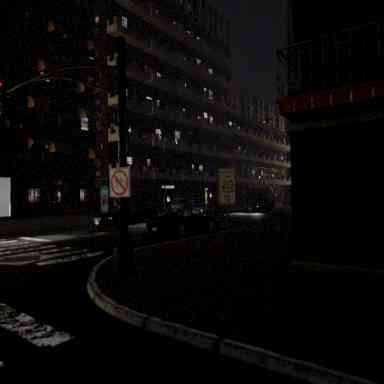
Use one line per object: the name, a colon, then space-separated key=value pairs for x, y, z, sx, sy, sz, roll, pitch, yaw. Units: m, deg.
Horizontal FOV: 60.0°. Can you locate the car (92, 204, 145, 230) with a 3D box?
car: x=-4.044 y=1.500 z=21.018 sx=2.128 sy=1.511 sz=4.902 roll=-2 pitch=-1 yaw=35

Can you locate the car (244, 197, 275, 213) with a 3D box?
car: x=7.478 y=1.491 z=37.000 sx=1.812 sy=1.442 sz=4.674 roll=-2 pitch=-1 yaw=36

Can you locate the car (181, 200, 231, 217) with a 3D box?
car: x=1.423 y=1.587 z=28.597 sx=1.895 sy=1.301 sz=4.718 roll=-2 pitch=-1 yaw=36

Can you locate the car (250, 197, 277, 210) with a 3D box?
car: x=9.450 y=1.446 z=43.981 sx=1.967 sy=1.590 sz=4.097 roll=-1 pitch=-1 yaw=36

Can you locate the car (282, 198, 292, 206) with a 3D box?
car: x=15.858 y=1.511 z=52.886 sx=1.752 sy=1.417 sz=4.829 roll=-1 pitch=-1 yaw=36

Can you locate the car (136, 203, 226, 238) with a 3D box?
car: x=-0.416 y=1.444 z=16.769 sx=2.008 sy=1.369 sz=4.403 roll=-1 pitch=-1 yaw=36

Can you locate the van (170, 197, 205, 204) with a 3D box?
van: x=-0.311 y=1.380 z=30.414 sx=1.690 sy=1.788 sz=3.998 roll=-1 pitch=-1 yaw=36
